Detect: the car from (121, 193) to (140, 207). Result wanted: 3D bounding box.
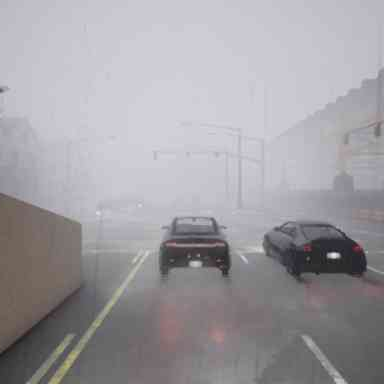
[{"bbox_3d":[-10.102,1.225,51.867,2.150,2.045,5.566,0,0,2],"label":"car"}]

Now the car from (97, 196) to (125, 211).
[{"bbox_3d":[-10.360,1.551,41.936,2.033,1.411,5.357,0,0,2],"label":"car"}]

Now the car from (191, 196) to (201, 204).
[{"bbox_3d":[0.840,1.552,65.892,2.033,1.411,5.357,0,0,1],"label":"car"}]

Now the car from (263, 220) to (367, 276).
[{"bbox_3d":[3.558,1.565,10.362,1.994,1.385,4.181,0,0,0],"label":"car"}]

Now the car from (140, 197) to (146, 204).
[{"bbox_3d":[-9.794,1.569,61.840,1.994,1.385,4.181,0,0,2],"label":"car"}]

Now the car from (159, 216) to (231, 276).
[{"bbox_3d":[0.064,1.492,10.293,2.128,1.511,4.902,0,0,0],"label":"car"}]

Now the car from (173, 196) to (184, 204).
[{"bbox_3d":[-2.659,1.552,65.980,2.033,1.411,5.357,0,0,1],"label":"car"}]
